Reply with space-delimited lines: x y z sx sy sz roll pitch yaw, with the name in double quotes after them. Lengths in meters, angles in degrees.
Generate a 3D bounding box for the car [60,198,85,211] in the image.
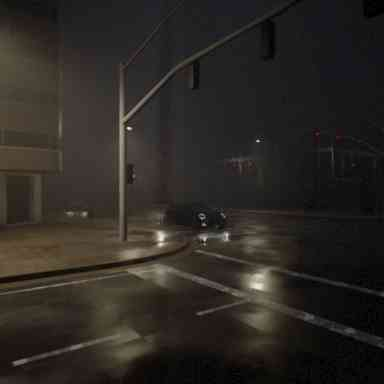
-14.820 1.519 41.187 1.882 1.535 5.008 0 0 -36 "car"

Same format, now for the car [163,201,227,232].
0.107 1.395 20.847 2.097 1.767 4.553 0 0 -36 "car"
